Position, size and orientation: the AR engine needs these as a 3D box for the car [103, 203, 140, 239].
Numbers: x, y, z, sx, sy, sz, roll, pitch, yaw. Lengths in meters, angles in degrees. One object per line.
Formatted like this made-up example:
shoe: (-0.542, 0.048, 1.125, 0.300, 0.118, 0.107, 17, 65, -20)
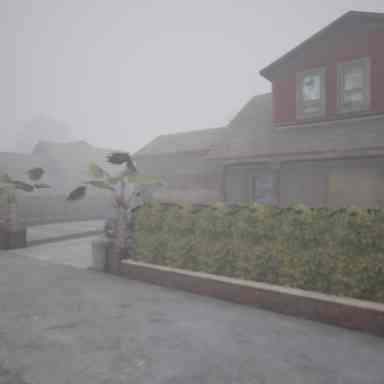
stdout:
car: (-2.089, 1.210, 14.269, 1.845, 1.501, 3.633, 0, 0, 34)
